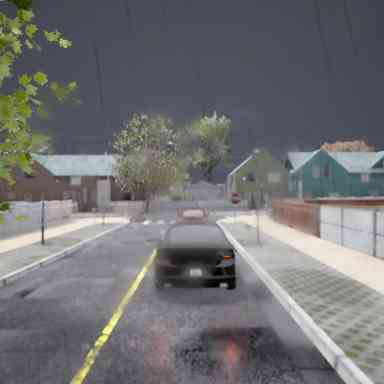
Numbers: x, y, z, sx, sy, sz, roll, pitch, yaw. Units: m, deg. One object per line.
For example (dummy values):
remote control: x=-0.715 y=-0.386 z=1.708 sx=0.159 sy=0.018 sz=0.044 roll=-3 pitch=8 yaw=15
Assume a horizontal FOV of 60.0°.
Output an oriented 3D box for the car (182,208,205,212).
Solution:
car: x=0.089 y=1.632 z=19.482 sx=1.812 sy=1.442 sz=4.674 roll=0 pitch=0 yaw=1

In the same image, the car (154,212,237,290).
car: x=0.082 y=1.528 z=9.302 sx=1.882 sy=1.535 sz=5.008 roll=0 pitch=-1 yaw=0
